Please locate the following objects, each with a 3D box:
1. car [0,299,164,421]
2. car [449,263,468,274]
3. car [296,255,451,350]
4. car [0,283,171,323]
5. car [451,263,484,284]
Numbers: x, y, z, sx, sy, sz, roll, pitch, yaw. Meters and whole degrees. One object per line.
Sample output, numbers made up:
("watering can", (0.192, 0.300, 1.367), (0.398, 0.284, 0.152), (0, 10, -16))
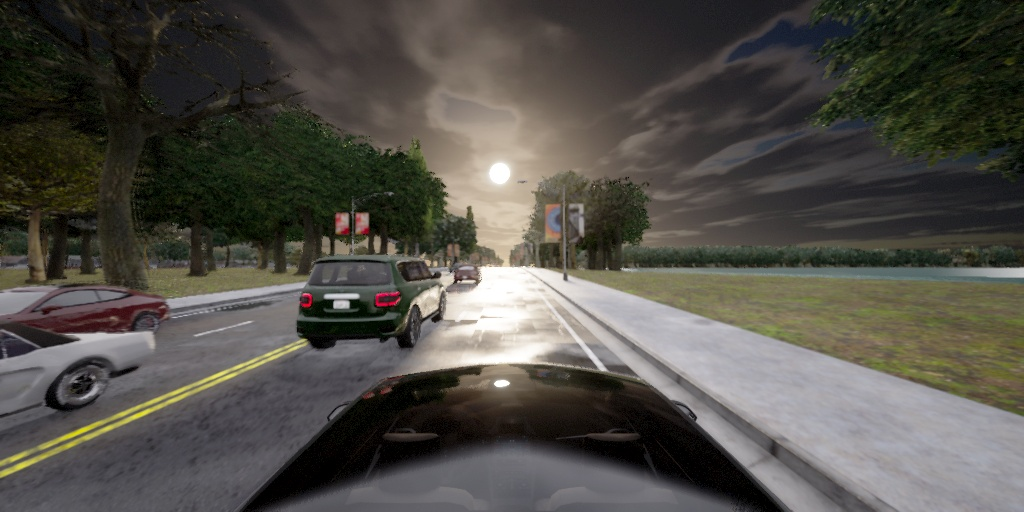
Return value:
("car", (-6.598, 1.395, 3.423), (1.895, 1.301, 4.718), (0, 0, -1))
("car", (-6.892, 1.600, 46.562), (1.994, 1.385, 4.181), (0, -1, -1))
("car", (-3.205, 1.003, 9.371), (2.150, 2.045, 5.566), (0, 0, -1))
("car", (-9.886, 1.347, 7.541), (1.812, 1.442, 4.674), (0, 0, -1))
("car", (-3.371, 1.355, 27.784), (1.812, 1.442, 4.674), (0, 0, -1))
